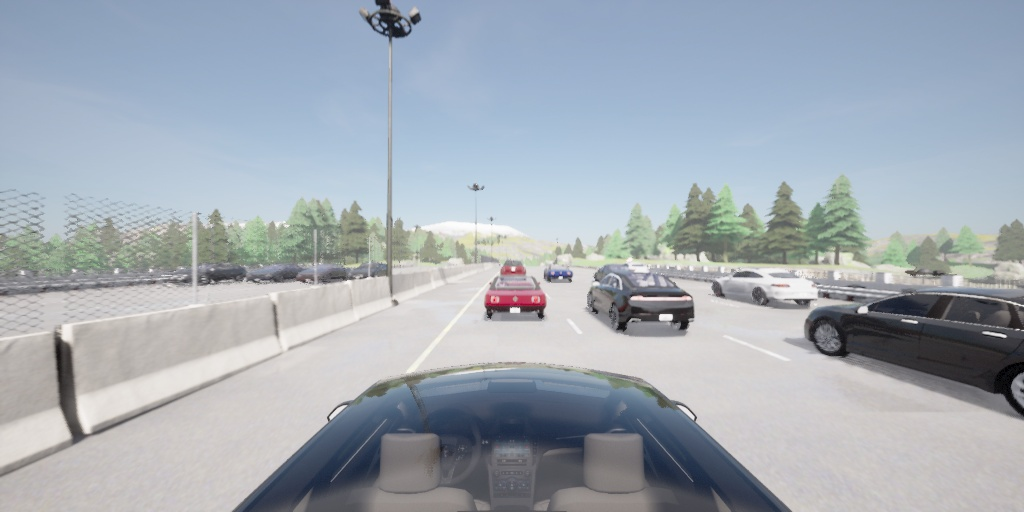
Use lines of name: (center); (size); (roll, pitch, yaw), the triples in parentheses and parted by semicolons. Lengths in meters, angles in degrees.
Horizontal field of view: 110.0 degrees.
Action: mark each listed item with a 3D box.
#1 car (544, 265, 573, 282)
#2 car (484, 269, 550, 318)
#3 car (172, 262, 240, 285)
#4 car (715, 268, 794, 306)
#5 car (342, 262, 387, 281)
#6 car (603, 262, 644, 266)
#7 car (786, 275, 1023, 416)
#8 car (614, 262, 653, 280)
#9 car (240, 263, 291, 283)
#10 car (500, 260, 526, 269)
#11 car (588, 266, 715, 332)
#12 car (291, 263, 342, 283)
car: (3.603, 1.338, 28.784); (1.895, 1.301, 4.718); (0, 0, 0)
car: (0.101, 1.317, 12.857); (1.895, 1.301, 4.718); (0, 0, 0)
car: (-21.096, 1.212, 25.254); (2.128, 1.511, 4.902); (0, 0, 0)
car: (10.586, 1.236, 15.360); (1.812, 1.442, 4.674); (0, 0, 0)
car: (-10.594, 1.233, 27.078); (1.837, 1.490, 4.892); (0, 0, 0)
car: (7.102, 1.267, 25.117); (2.033, 1.411, 5.357); (0, 0, 0)
car: (7.100, 1.243, 5.578); (1.837, 1.490, 4.892); (0, 0, 0)
car: (10.589, 1.283, 31.563); (1.812, 1.442, 4.674); (0, 0, 0)
car: (-17.596, 1.278, 27.432); (2.033, 1.411, 5.357); (0, 0, 0)
car: (0.102, 1.099, 30.231); (2.097, 1.767, 4.553); (0, 0, 0)
car: (3.601, 1.214, 10.809); (2.128, 1.511, 4.902); (0, 0, 0)
car: (-14.096, 1.277, 27.433); (2.033, 1.411, 5.357); (0, 0, 0)
